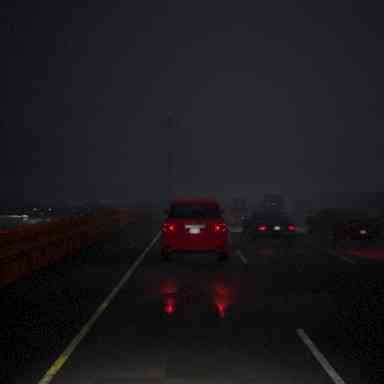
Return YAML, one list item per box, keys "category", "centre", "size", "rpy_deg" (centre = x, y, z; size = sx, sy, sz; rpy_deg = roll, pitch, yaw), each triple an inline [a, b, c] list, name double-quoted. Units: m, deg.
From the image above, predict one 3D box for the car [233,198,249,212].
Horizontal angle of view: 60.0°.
- category: "car"
  centre: [5.195, 1.425, 36.523]
  size: [2.097, 1.767, 4.553]
  rpy_deg: [0, 0, 8]

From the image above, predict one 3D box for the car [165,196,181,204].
- category: "car"
  centre: [-3.992, 1.666, 71.254]
  size: [1.812, 1.442, 4.674]
  rpy_deg: [0, 0, 21]

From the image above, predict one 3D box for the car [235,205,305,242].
- category: "car"
  centre: [3.622, 1.581, 16.510]
  size: [2.033, 1.411, 5.357]
  rpy_deg: [0, 0, 1]

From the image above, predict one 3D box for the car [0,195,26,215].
- category: "car"
  centre: [-19.868, 1.293, 35.501]
  size: [2.150, 2.045, 5.566]
  rpy_deg: [0, 0, 7]

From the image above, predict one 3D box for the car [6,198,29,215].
- category: "car"
  centre: [-16.475, 1.632, 34.103]
  size: [1.994, 1.385, 4.181]
  rpy_deg: [0, 0, 7]

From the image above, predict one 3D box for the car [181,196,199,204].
- category: "car"
  centre: [-0.328, 1.680, 71.021]
  size: [2.033, 1.411, 5.357]
  rpy_deg: [0, 0, 21]

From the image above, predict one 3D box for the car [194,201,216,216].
- category: "car"
  centre: [1.432, 1.671, 35.216]
  size: [1.895, 1.301, 4.718]
  rpy_deg: [0, 0, 7]

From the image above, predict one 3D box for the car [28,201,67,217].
- category: "car"
  centre: [-13.219, 1.665, 31.975]
  size: [1.895, 1.301, 4.718]
  rpy_deg: [0, 0, 6]

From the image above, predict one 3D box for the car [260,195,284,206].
- category: "car"
  centre: [8.584, 1.293, 35.848]
  size: [2.150, 2.045, 5.566]
  rpy_deg: [0, 0, 8]

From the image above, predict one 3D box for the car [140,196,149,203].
- category: "car"
  centre: [-10.112, 1.696, 74.826]
  size: [1.994, 1.385, 4.181]
  rpy_deg: [0, 0, 21]

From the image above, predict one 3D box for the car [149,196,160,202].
- category: "car"
  centre: [-6.902, 1.643, 73.429]
  size: [1.837, 1.490, 4.892]
  rpy_deg: [0, 0, 21]

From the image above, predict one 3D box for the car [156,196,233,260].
- category: "car"
  centre: [0.089, 1.249, 12.644]
  size: [2.150, 2.045, 5.566]
  rpy_deg: [0, 0, 0]

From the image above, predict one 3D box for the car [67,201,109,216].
- category: "car"
  centre: [-9.681, 1.612, 32.309]
  size: [2.033, 1.411, 5.357]
  rpy_deg: [0, 0, 6]

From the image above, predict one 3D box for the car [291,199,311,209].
- category: "car"
  centre: [12.449, 1.553, 37.775]
  size: [1.882, 1.535, 5.008]
  rpy_deg: [0, 0, 9]

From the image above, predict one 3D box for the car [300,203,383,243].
- category: "car"
  centre: [7.120, 1.510, 16.247]
  size: [1.882, 1.535, 5.008]
  rpy_deg: [0, 0, 1]
